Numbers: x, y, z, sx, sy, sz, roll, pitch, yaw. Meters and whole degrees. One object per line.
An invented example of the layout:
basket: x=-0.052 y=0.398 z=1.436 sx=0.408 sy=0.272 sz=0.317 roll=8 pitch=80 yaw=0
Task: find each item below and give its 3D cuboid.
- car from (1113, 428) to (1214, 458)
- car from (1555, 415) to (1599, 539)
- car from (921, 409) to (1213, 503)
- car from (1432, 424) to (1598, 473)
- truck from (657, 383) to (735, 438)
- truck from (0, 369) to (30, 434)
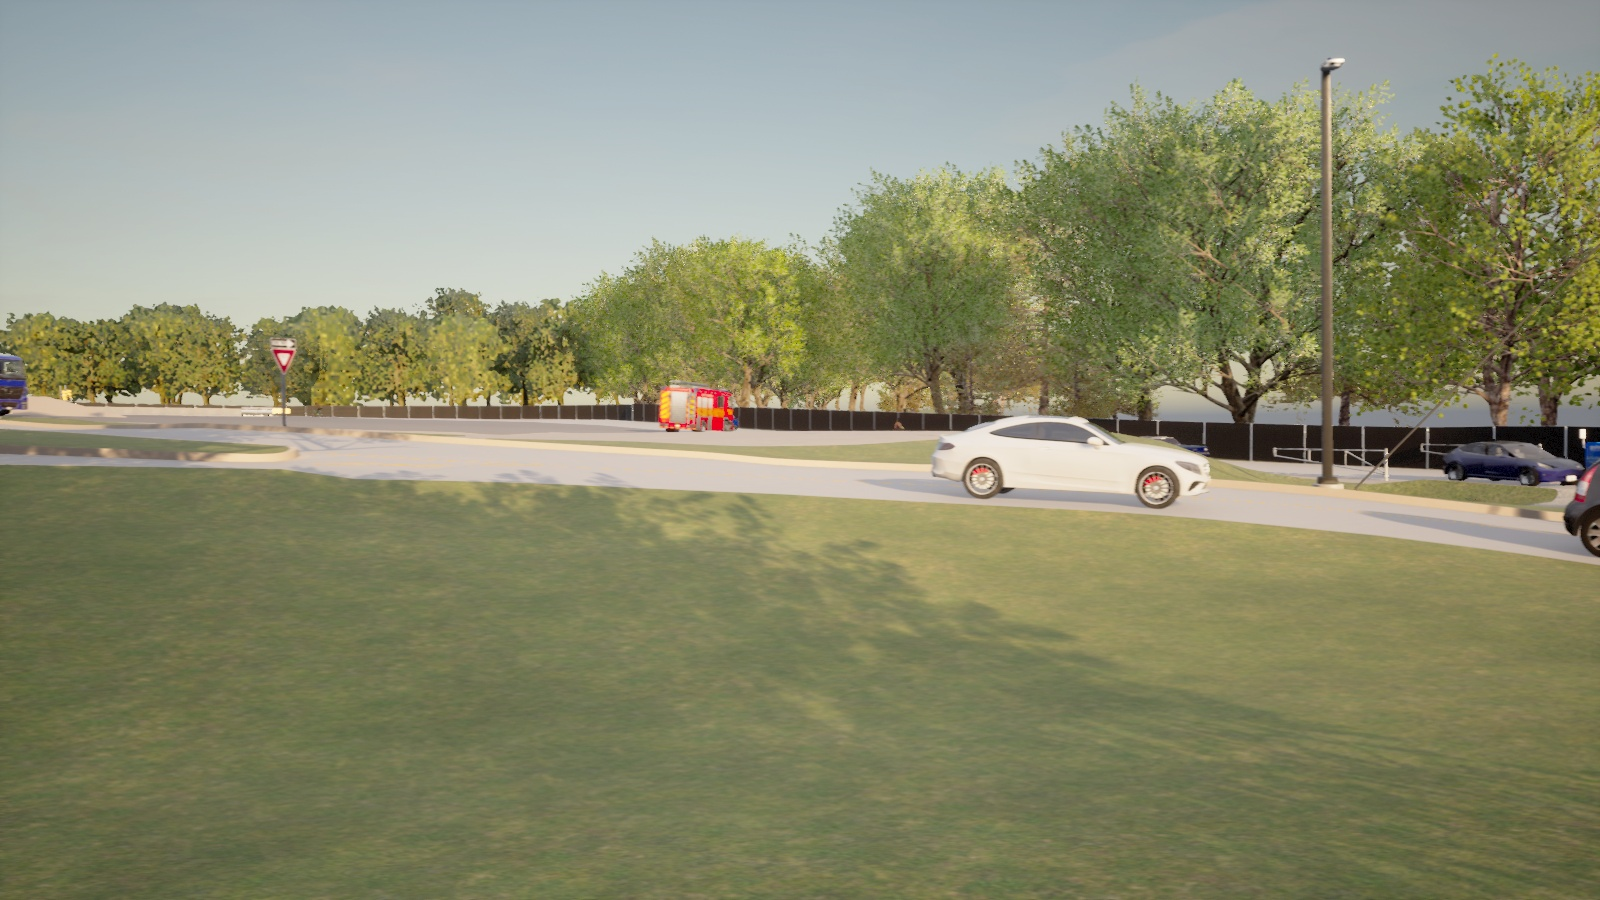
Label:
car: x=17.399 y=-0.367 z=60.321 sx=1.895 sy=1.301 sz=4.718 roll=-3 pitch=2 yaw=-27
car: x=12.575 y=0.454 z=16.793 sx=3.988 sy=1.617 sz=1.851 roll=5 pitch=5 yaw=37
car: x=4.586 y=0.041 z=21.526 sx=4.674 sy=1.442 sz=1.812 roll=1 pitch=2 yaw=20
car: x=24.666 y=-0.088 z=43.551 sx=2.163 sy=1.488 sz=4.792 roll=-3 pitch=2 yaw=-17
truck: x=-7.621 y=-2.852 z=93.189 sx=2.891 sy=3.827 sz=8.468 roll=2 pitch=1 yaw=16
truck: x=-46.667 y=-2.640 z=68.541 sx=7.936 sy=3.462 sz=2.891 roll=1 pitch=1 yaw=9
